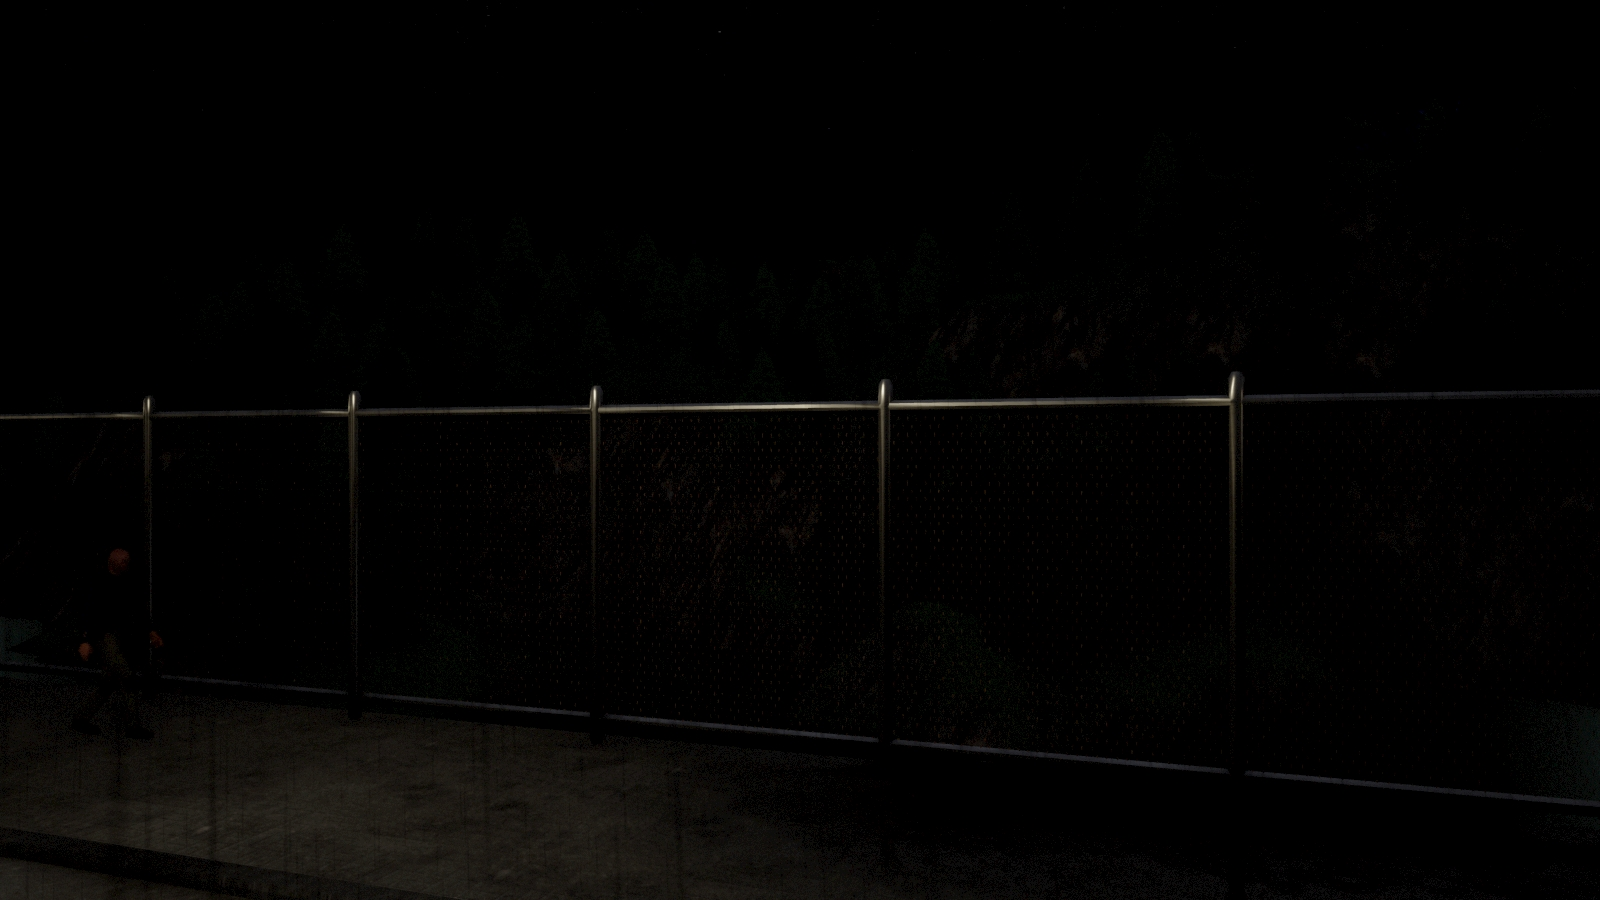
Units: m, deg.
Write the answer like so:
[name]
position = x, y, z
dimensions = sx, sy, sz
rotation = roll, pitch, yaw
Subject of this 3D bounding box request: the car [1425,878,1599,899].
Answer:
[car]
position = 4.098, 2.154, 2.329
dimensions = 4.718, 1.301, 1.895
rotation = 0, 0, 20

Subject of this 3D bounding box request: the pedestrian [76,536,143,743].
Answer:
[pedestrian]
position = -6.447, 1.748, 10.676
dimensions = 0.375, 1.860, 0.375
rotation = 0, 0, 11
